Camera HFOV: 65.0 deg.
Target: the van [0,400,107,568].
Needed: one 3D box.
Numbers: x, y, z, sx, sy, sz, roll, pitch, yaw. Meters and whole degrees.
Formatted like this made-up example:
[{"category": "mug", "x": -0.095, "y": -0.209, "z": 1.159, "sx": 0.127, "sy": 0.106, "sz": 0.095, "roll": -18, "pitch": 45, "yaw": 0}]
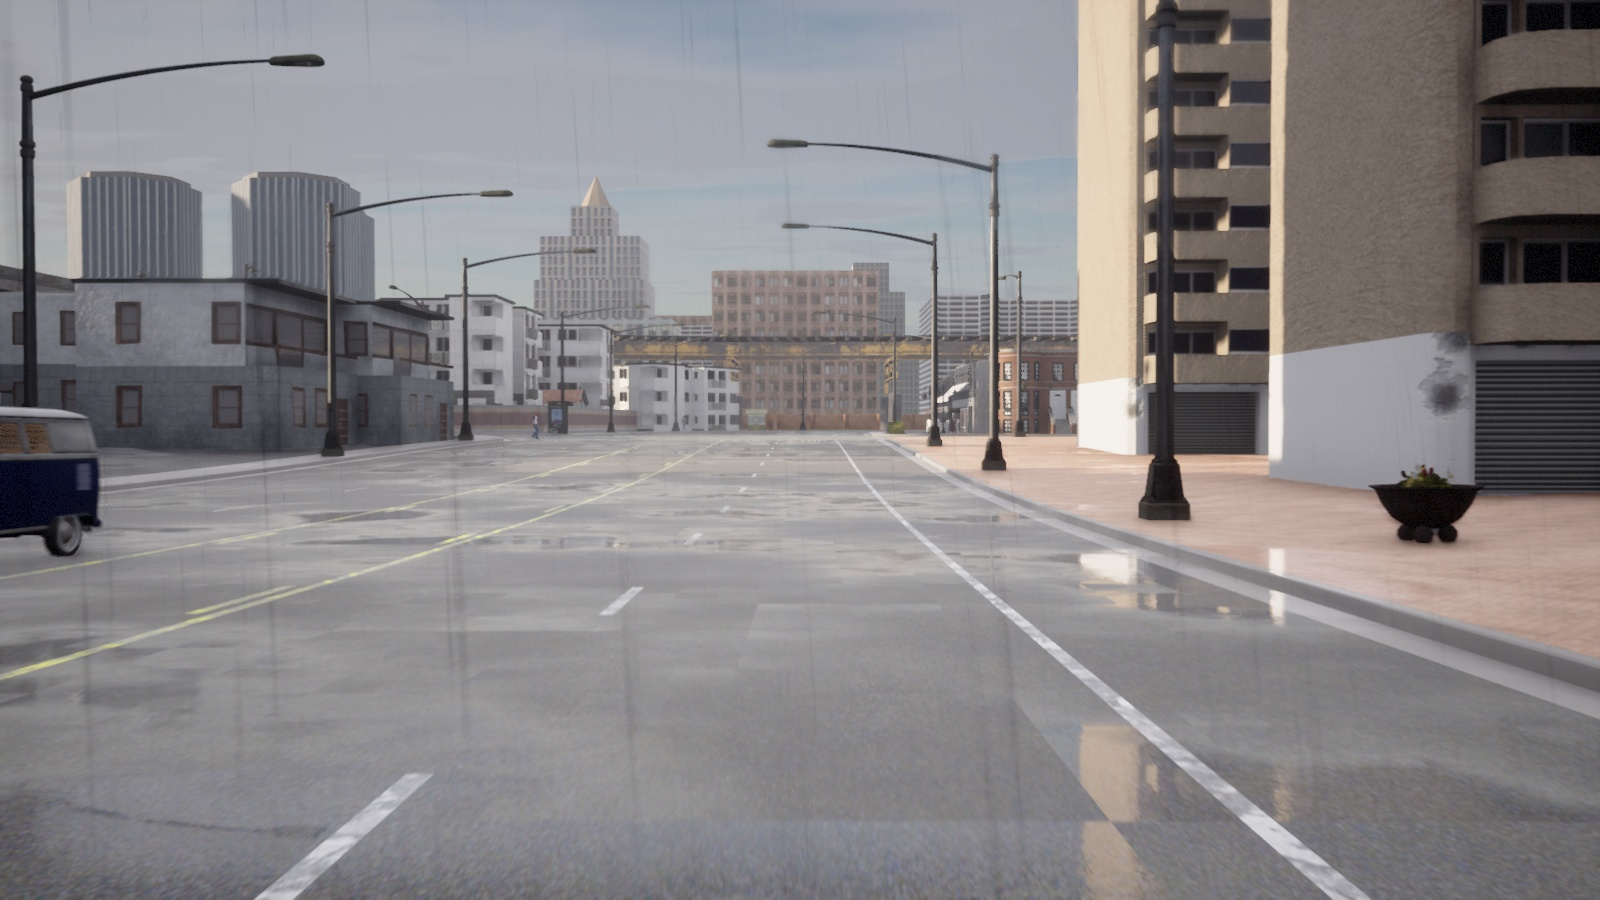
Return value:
[{"category": "van", "x": -10.399, "y": 0.403, "z": 15.004, "sx": 1.775, "sy": 1.987, "sz": 4.442, "roll": 0, "pitch": 0, "yaw": 0}]
